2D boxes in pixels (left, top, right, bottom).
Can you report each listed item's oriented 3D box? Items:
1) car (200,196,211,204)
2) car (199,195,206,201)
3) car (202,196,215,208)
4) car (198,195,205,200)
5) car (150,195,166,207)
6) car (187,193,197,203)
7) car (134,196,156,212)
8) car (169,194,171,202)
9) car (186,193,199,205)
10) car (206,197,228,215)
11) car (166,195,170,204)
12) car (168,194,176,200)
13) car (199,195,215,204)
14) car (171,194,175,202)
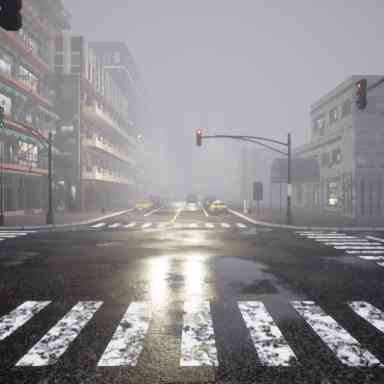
[{"bbox_3d":[2.687,1.612,67.105,2.008,1.369,4.403,0,0,0],"label":"car"},{"bbox_3d":[2.684,1.632,89.432,1.752,1.417,4.829,0,0,0],"label":"car"},{"bbox_3d":[2.689,1.611,44.948,1.802,1.307,4.206,0,0,0],"label":"car"},{"bbox_3d":[2.683,1.670,94.801,2.008,1.369,4.403,0,0,0],"label":"car"},{"bbox_3d":[-5.691,1.351,50.486,2.192,1.841,5.009,0,0,0],"label":"car"},{"bbox_3d":[-0.006,1.182,70.709,2.150,2.045,5.566,0,0,0],"label":"car"},{"bbox_3d":[-5.692,1.549,39.237,1.752,1.417,4.829,0,0,0],"label":"car"},{"bbox_3d":[-5.694,1.587,66.933,1.752,1.417,4.829,0,0,0],"label":"car"},{"bbox_3d":[-0.005,1.403,60.646,2.097,1.767,4.553,0,0,0],"label":"car"},{"bbox_3d":[2.690,1.544,34.040,1.752,1.417,4.829,0,0,0],"label":"car"},{"bbox_3d":[-5.694,1.603,61.564,2.008,1.369,4.403,0,0,0],"label":"car"},{"bbox_3d":[-5.696,1.434,94.801,2.192,1.841,5.009,0,0,0],"label":"car"},{"bbox_3d":[2.689,1.351,50.488,2.192,1.841,5.009,0,0,0],"label":"car"},{"bbox_3d":[-5.695,1.627,78.183,1.887,1.381,4.507,0,0,0],"label":"car"}]
